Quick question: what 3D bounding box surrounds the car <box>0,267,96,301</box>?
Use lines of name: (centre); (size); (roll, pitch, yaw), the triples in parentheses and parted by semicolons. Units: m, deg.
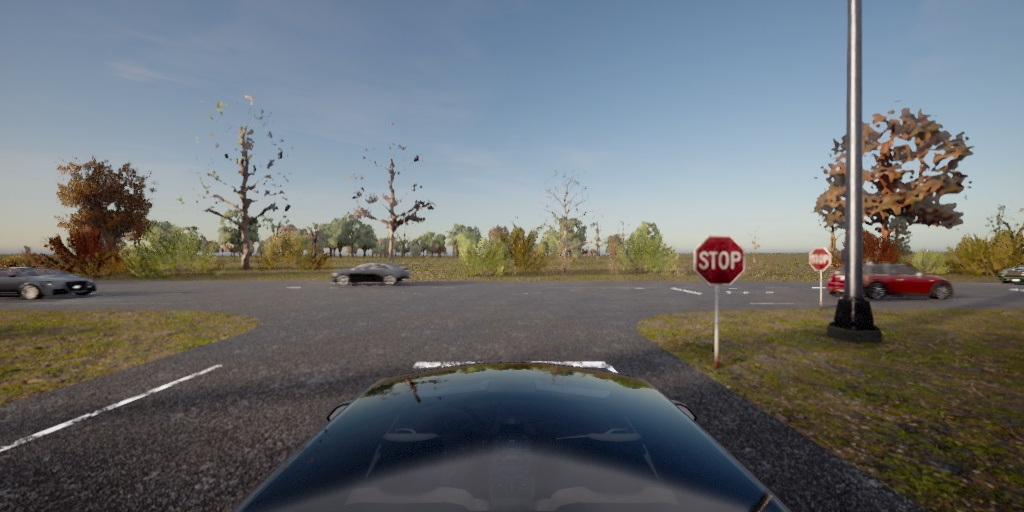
car: (-21.296, 1.183, 15.832); (4.181, 1.385, 1.994); (0, 0, -2)

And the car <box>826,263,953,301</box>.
car: (17.882, 1.123, 17.079); (4.553, 1.767, 2.097); (0, 0, -2)

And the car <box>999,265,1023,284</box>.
car: (36.896, 1.096, 24.742); (4.553, 1.767, 2.097); (1, 0, -2)

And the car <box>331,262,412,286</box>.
car: (-9.041, 1.137, 23.248); (4.902, 1.511, 2.128); (0, 0, -2)
